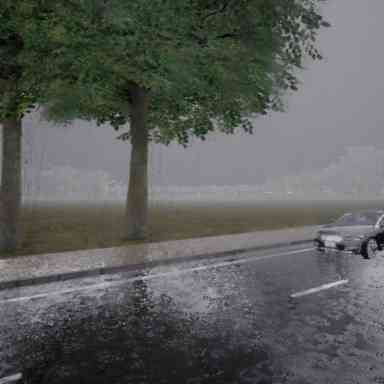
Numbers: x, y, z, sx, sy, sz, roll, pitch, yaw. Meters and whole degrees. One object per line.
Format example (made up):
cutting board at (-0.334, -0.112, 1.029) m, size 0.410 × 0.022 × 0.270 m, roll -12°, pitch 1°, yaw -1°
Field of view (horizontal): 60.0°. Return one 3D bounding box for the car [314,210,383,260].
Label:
car at (6.518, 1.445, 12.342) m, size 4.902 × 1.511 × 2.128 m, roll 0°, pitch 0°, yaw -36°
